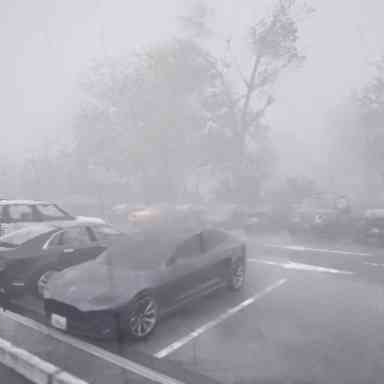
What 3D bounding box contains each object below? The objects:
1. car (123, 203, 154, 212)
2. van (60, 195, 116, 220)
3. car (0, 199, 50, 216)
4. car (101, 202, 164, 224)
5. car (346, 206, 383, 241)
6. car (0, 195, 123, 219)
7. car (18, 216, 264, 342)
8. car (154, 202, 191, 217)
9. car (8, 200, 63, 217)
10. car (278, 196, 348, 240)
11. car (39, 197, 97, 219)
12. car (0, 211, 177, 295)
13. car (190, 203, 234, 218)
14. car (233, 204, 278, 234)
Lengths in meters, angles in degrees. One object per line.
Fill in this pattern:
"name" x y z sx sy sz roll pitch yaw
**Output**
"car" -2.301 1.494 23.929 1.946 1.575 5.366 0 0 35
"van" -8.935 1.291 29.022 1.878 1.987 4.442 0 0 35
"car" -18.064 1.570 35.397 2.097 1.535 5.008 -1 0 36
"car" -4.464 1.544 25.693 2.002 1.452 4.674 0 0 35
"car" 9.153 1.470 16.005 2.097 1.535 5.008 0 0 35
"car" -5.108 1.232 10.137 2.435 2.045 5.566 0 0 35
"car" -0.573 1.501 6.842 2.163 1.488 4.792 0 0 35
"car" 0.074 1.490 22.461 2.097 1.535 5.008 0 0 35
"car" -15.797 1.593 33.776 2.002 1.452 4.674 0 0 36
"car" 6.868 1.221 17.602 2.435 2.045 5.566 0 0 35
"car" -11.284 1.401 30.516 2.185 1.767 4.553 0 0 35
"car" -2.839 1.477 8.483 2.231 1.521 4.892 0 0 35
"car" 2.330 1.513 20.827 2.163 1.488 4.792 0 0 35
"car" 4.633 1.507 19.261 2.163 1.488 4.792 0 0 35
